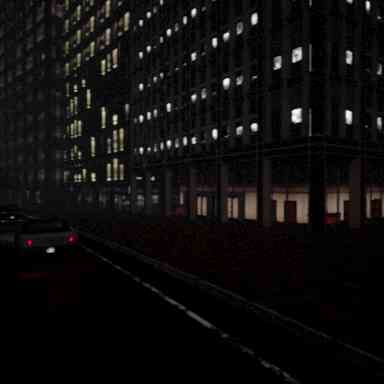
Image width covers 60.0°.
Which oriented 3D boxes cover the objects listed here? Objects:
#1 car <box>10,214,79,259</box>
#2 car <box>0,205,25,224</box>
[{"bbox_3d":[-5.968,1.727,13.294,1.895,1.301,4.718,0,0,-31],"label":"car"},{"bbox_3d":[-14.866,1.763,26.984,1.882,1.535,5.008,-1,0,-35],"label":"car"}]
